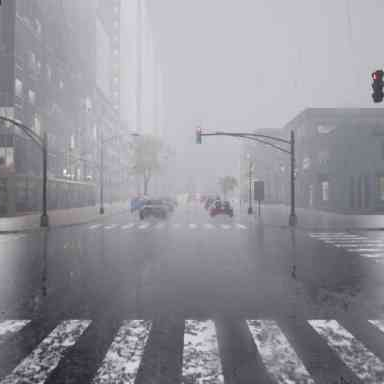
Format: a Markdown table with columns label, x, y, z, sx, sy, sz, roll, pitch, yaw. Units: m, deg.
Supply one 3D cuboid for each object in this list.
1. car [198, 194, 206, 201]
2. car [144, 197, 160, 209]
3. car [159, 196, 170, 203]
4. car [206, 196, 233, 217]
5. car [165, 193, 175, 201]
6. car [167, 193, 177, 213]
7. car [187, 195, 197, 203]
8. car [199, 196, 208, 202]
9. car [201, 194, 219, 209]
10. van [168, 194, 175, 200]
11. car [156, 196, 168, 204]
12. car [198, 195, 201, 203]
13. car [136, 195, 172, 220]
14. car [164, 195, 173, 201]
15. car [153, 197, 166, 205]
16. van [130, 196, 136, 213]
| label | x | y | z | sx | sy | sz | roll | pitch | yaw |
| --- | --- | --- | --- | --- | --- | --- | --- | --- | --- |
| car | 2.624 | 1.446 | 87.785 | 1.967 | 1.590 | 4.097 | 1 | 0 | 0 |
| car | -5.720 | 1.530 | 47.851 | 1.752 | 1.417 | 4.829 | 1 | 0 | 0 |
| car | -5.742 | 1.571 | 70.717 | 1.947 | 1.339 | 4.313 | 1 | 0 | 0 |
| car | 2.677 | 1.444 | 31.045 | 1.967 | 1.590 | 4.097 | 1 | 0 | 0 |
| car | -5.753 | 1.321 | 87.739 | 2.192 | 1.841 | 5.009 | 1 | 0 | 0 |
| car | -3.132 | 1.357 | 37.767 | 2.097 | 1.767 | 4.553 | 0 | 0 | 0 |
| car | 0.037 | 1.357 | 69.622 | 2.097 | 1.767 | 4.553 | 0 | 0 | 0 |
| car | 2.633 | 1.571 | 76.437 | 1.947 | 1.339 | 4.313 | 1 | 0 | 0 |
| car | 2.669 | 1.320 | 42.393 | 2.192 | 1.841 | 5.009 | 1 | 0 | 0 |
| van | -5.758 | 1.347 | 93.413 | 1.690 | 1.788 | 3.998 | 1 | 0 | 0 |
| car | -5.737 | 1.571 | 65.043 | 1.947 | 1.339 | 4.313 | 1 | 0 | 0 |
| car | 2.648 | 1.320 | 65.089 | 2.192 | 1.841 | 5.009 | 1 | 0 | 0 |
| car | -3.125 | 1.356 | 28.161 | 2.097 | 1.767 | 4.553 | 0 | 0 | 0 |
| car | -5.752 | 1.556 | 82.065 | 2.008 | 1.369 | 4.403 | 1 | 0 | 0 |
| car | -5.732 | 1.587 | 59.369 | 1.802 | 1.307 | 4.206 | 1 | 0 | 0 |
| van | -5.707 | 1.345 | 36.673 | 1.690 | 1.788 | 3.998 | 1 | 0 | 0 |
